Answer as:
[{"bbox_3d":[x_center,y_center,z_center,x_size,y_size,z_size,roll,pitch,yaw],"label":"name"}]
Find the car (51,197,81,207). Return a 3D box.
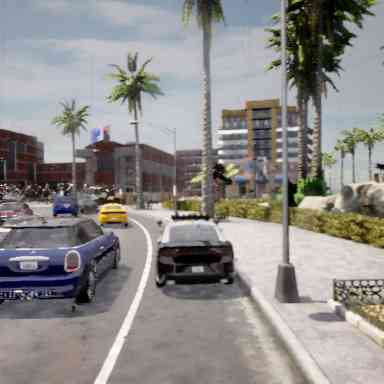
[{"bbox_3d":[-12.679,1.472,33.037,2.150,2.045,5.566,0,0,-25],"label":"car"}]

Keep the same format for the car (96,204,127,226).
[{"bbox_3d":[-5.867,1.628,24.547,1.882,1.535,5.008,0,0,-15],"label":"car"}]

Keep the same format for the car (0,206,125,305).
[{"bbox_3d":[-3.182,1.415,8.403,2.097,1.767,4.553,-1,0,-3],"label":"car"}]

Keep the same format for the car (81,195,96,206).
[{"bbox_3d":[-12.878,1.630,40.093,2.097,1.767,4.553,-1,0,-32],"label":"car"}]

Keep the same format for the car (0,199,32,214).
[{"bbox_3d":[-12.913,1.575,24.176,2.097,1.767,4.553,-1,0,-17],"label":"car"}]

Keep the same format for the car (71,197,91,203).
[{"bbox_3d":[-29.380,2.043,88.316,4.674,1.452,2.002,-1,0,13],"label":"car"}]

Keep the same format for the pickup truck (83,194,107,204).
[{"bbox_3d":[-21.490,1.581,74.217,2.390,2.098,6.274,-1,0,13],"label":"pickup truck"}]

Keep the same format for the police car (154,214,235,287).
[{"bbox_3d":[-0.065,1.461,9.684,1.930,1.638,5.238,-1,0,-4],"label":"police car"}]
